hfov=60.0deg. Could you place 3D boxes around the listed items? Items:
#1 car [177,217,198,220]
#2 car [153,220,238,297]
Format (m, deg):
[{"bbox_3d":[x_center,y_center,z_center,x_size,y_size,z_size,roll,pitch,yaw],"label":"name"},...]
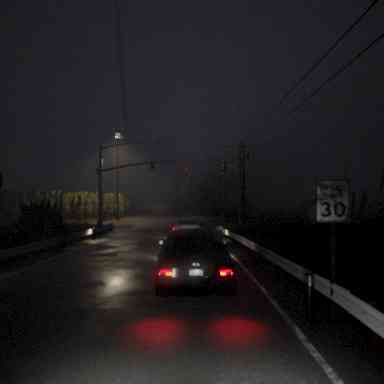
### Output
[{"bbox_3d":[-0.264,2.187,19.191,1.812,1.442,4.674,0,-4,-1],"label":"car"},{"bbox_3d":[0.033,1.702,8.994,2.033,1.411,5.357,0,-2,-1],"label":"car"}]
